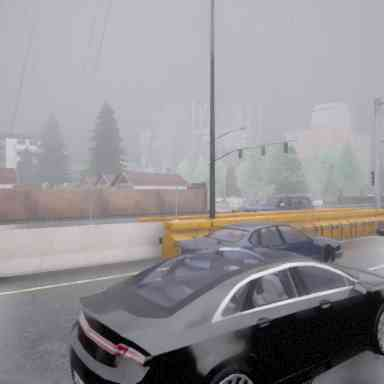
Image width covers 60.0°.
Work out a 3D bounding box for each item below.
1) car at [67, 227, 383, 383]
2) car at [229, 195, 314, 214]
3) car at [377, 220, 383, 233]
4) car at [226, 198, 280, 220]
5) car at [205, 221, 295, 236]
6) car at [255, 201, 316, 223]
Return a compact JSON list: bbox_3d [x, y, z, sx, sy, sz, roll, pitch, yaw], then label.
[{"bbox_3d":[0.953,1.493,4.416,4.902,1.511,2.128,0,0,-35],"label":"car"},{"bbox_3d":[5.241,1.228,20.508,5.566,2.045,2.150,0,0,-35],"label":"car"},{"bbox_3d":[10.794,1.552,15.681,5.357,1.411,2.033,0,0,-35],"label":"car"},{"bbox_3d":[5.392,1.409,29.152,4.553,1.767,2.097,0,0,-38],"label":"car"},{"bbox_3d":[2.077,1.549,9.507,5.357,1.411,2.033,0,0,-35],"label":"car"},{"bbox_3d":[7.477,1.503,26.322,5.008,1.535,1.882,0,0,-35],"label":"car"}]
